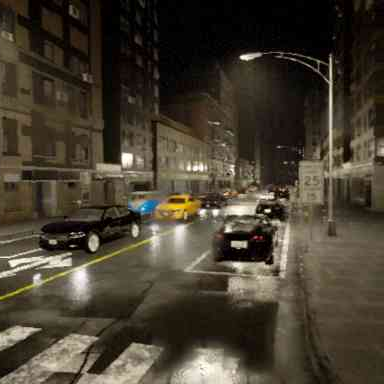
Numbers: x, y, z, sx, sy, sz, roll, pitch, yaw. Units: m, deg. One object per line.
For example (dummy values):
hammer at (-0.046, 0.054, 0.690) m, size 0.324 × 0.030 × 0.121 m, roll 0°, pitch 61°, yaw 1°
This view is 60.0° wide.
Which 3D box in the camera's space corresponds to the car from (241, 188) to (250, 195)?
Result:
car at (9.668, -0.085, 65.904) m, size 1.887 × 1.381 × 4.507 m, roll -1°, pitch 1°, yaw 17°

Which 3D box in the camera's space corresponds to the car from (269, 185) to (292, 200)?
car at (11.418, 0.240, 42.388) m, size 2.192 × 1.841 × 5.009 m, roll -1°, pitch 1°, yaw 17°

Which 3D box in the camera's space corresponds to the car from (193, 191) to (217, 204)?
car at (1.616, 0.594, 39.456) m, size 1.752 × 1.417 × 4.829 m, roll 0°, pitch 1°, yaw 17°

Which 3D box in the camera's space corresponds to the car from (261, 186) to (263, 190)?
car at (17.670, -0.724, 92.189) m, size 1.947 × 1.339 × 4.313 m, roll -1°, pitch 1°, yaw 17°

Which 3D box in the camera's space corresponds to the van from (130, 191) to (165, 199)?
van at (-3.138, 0.842, 23.844) m, size 1.690 × 1.788 × 3.998 m, roll 0°, pitch 1°, yaw 17°

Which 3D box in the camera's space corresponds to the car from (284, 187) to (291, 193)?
car at (24.274, -0.636, 84.612) m, size 1.752 × 1.417 × 4.829 m, roll -1°, pitch 1°, yaw 17°

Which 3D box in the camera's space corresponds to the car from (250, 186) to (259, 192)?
car at (16.068, -0.721, 86.930) m, size 1.967 × 1.590 × 4.097 m, roll -1°, pitch 1°, yaw 17°

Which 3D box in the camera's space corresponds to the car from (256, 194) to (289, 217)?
car at (5.021, 1.070, 21.367) m, size 1.947 × 1.339 × 4.313 m, roll 0°, pitch 1°, yaw 17°

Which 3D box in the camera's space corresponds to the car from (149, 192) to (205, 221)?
car at (-0.856, 0.997, 22.493) m, size 1.882 × 1.535 × 5.008 m, roll 0°, pitch 2°, yaw 17°

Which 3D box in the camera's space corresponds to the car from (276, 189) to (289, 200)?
car at (13.071, 0.306, 47.813) m, size 1.752 × 1.417 × 4.829 m, roll -1°, pitch 1°, yaw 17°

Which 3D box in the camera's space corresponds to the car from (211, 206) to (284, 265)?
car at (1.820, 1.368, 10.854) m, size 1.947 × 1.339 × 4.313 m, roll 0°, pitch 1°, yaw 17°

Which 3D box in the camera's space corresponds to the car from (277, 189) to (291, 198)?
car at (14.622, 0.197, 52.907) m, size 2.008 × 1.369 × 4.403 m, roll -1°, pitch 1°, yaw 17°

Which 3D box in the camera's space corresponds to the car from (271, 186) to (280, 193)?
car at (21.385, -0.649, 84.902) m, size 1.837 × 1.490 × 4.892 m, roll 0°, pitch 1°, yaw 17°

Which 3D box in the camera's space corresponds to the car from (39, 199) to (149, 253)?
car at (-3.734, 1.264, 13.050) m, size 1.882 × 1.535 × 5.008 m, roll 0°, pitch 2°, yaw 17°

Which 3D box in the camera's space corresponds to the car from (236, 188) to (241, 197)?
car at (6.417, 0.172, 55.226) m, size 1.752 × 1.417 × 4.829 m, roll -1°, pitch 1°, yaw 17°

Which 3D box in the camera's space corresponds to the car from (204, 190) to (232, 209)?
car at (2.222, 0.785, 32.577) m, size 2.033 × 1.411 × 5.357 m, roll 0°, pitch 2°, yaw 17°

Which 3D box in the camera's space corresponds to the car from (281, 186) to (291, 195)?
car at (19.422, -0.321, 68.675) m, size 1.967 × 1.590 × 4.097 m, roll -1°, pitch 1°, yaw 17°

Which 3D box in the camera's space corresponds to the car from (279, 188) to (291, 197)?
car at (16.223, 0.054, 58.164) m, size 1.887 × 1.381 × 4.507 m, roll -1°, pitch 1°, yaw 17°

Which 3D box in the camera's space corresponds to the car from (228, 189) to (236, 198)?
car at (4.864, 0.221, 50.131) m, size 1.967 × 1.590 × 4.097 m, roll -1°, pitch 1°, yaw 17°

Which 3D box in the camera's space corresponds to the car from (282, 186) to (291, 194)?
car at (21.022, -0.455, 73.933) m, size 1.967 × 1.590 × 4.097 m, roll -1°, pitch 1°, yaw 17°

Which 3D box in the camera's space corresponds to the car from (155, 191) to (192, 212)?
car at (-1.537, 0.793, 29.103) m, size 1.967 × 1.590 × 4.097 m, roll 0°, pitch 1°, yaw 17°

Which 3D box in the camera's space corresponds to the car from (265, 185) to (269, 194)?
car at (17.940, -0.511, 73.586) m, size 2.097 × 1.767 × 4.553 m, roll 0°, pitch 1°, yaw 17°
